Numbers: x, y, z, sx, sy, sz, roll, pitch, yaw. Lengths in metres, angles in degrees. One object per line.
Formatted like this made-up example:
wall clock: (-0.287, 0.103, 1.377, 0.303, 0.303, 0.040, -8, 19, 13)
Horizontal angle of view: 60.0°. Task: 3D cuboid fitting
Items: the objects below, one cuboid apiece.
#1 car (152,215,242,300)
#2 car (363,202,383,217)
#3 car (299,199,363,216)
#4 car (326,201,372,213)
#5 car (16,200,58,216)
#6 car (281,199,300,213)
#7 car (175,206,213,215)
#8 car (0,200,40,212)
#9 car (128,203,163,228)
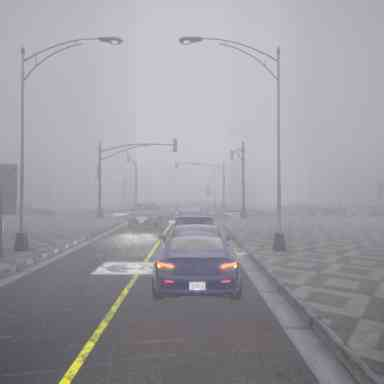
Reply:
car: (0.105, 1.528, 8.292, 1.812, 1.442, 4.674, 0, 0, 0)
car: (18.007, 1.579, 29.769, 4.313, 1.339, 1.947, 0, -1, 0)
car: (12.337, 1.544, 29.751, 4.403, 1.369, 2.008, 0, -1, 0)
car: (18.010, 1.694, 38.293, 4.403, 1.369, 2.008, 0, -1, 0)
car: (-14.583, 1.437, 29.667, 4.829, 1.417, 1.752, 0, -1, 0)
car: (12.340, 1.563, 38.277, 4.097, 1.590, 1.967, 0, -1, 0)
car: (0.103, 1.483, 17.630, 1.882, 1.535, 5.008, 0, 0, 0)
car: (-20.151, 1.580, 38.173, 4.403, 1.369, 2.008, 0, -1, 0)
car: (-2.995, 1.498, 22.126, 2.128, 1.511, 4.902, 0, 0, 0)
